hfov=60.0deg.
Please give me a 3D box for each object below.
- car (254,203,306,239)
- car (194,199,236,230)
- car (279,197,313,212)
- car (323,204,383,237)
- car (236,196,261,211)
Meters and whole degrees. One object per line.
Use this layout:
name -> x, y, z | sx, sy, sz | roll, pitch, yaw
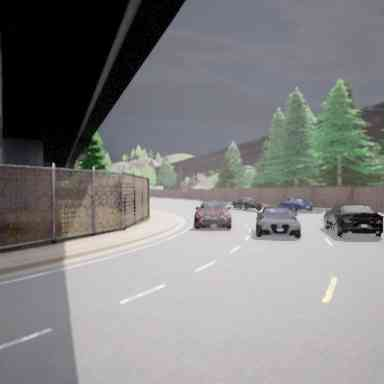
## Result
car -> 4.227, 1.446, 16.549 | 1.994, 1.385, 4.181 | 0, 0, 11
car -> 1.319, 1.236, 20.135 | 2.097, 1.767, 4.553 | -1, 0, 4
car -> 10.454, 1.270, 34.036 | 1.812, 1.442, 4.674 | 0, 0, -16
car -> 8.088, 1.329, 17.066 | 1.882, 1.535, 5.008 | 0, 0, 11
car -> 5.907, 1.264, 36.928 | 1.837, 1.490, 4.892 | 0, 0, -18
